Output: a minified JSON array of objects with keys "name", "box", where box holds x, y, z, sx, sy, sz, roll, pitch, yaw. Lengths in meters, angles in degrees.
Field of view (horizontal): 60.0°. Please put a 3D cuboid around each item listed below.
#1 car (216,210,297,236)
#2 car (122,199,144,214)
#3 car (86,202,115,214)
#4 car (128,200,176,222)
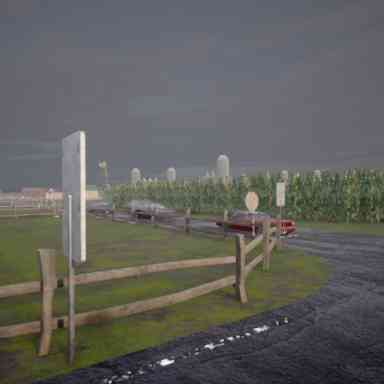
[{"name":"car","box":[3.426,1.707,18.390,1.895,1.301,4.718,0,0,-32]},{"name":"car","box":[-6.040,1.608,37.065,2.097,1.767,4.553,0,0,-35]},{"name":"car","box":[-10.726,1.855,38.571,2.033,1.411,5.357,0,0,-36]},{"name":"car","box":[-3.192,1.677,28.000,1.882,1.535,5.008,0,0,-35]}]
